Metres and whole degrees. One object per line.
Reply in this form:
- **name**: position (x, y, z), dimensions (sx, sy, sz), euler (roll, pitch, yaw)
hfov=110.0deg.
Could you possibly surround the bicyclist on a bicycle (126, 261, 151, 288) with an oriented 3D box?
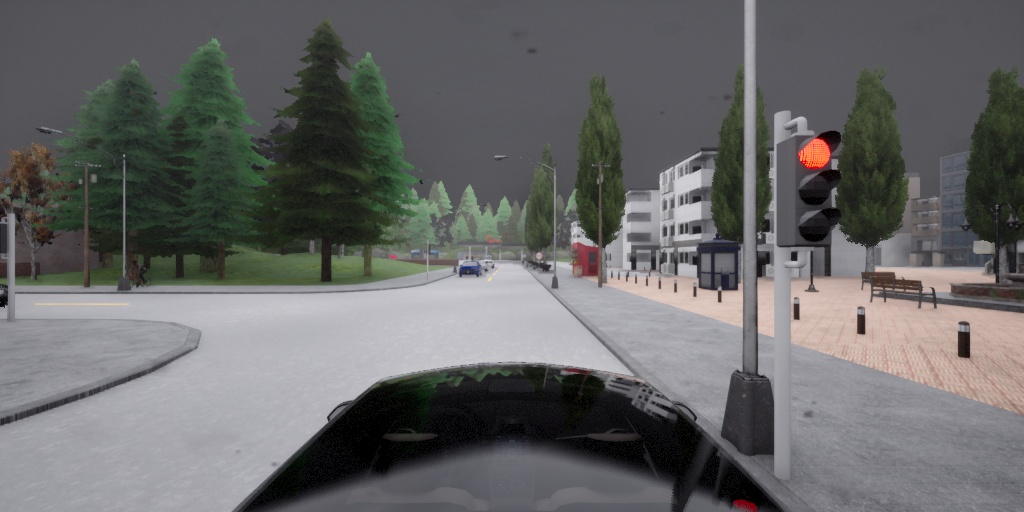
- **bicyclist on a bicycle**: position (-22.132, 1.099, 21.162), dimensions (0.582, 1.620, 1.656), euler (0, 0, 0)

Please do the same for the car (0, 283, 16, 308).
- **car**: position (-20.945, 1.243, 12.764), dimensions (4.902, 1.511, 2.128), euler (0, 0, 0)

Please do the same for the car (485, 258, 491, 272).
- **car**: position (-4.059, 1.275, 46.011), dimensions (1.812, 1.442, 4.674), euler (0, 0, 0)

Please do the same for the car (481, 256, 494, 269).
- **car**: position (-4.004, 0.971, 57.398), dimensions (2.150, 2.045, 5.566), euler (0, 0, 0)

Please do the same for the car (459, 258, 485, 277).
- **car**: position (-4.081, 1.227, 35.850), dimensions (1.882, 1.535, 5.008), euler (0, 0, 0)
